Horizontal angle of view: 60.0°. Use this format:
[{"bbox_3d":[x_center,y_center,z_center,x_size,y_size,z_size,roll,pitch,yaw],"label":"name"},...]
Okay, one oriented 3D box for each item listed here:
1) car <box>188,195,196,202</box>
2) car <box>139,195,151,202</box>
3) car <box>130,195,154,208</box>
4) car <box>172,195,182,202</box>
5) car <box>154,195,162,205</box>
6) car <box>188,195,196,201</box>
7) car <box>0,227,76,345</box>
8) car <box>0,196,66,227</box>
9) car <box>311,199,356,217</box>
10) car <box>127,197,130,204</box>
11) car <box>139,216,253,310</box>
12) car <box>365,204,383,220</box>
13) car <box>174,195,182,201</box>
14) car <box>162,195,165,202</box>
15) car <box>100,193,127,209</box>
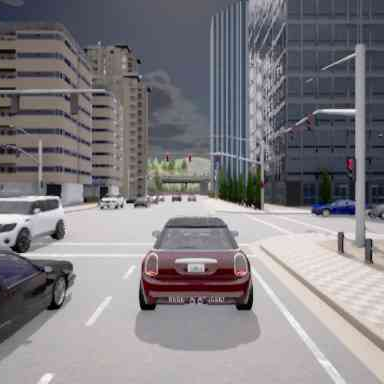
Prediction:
[{"bbox_3d":[-0.020,1.508,75.817,1.994,1.385,4.181,0,0,0],"label":"car"},{"bbox_3d":[-10.520,1.486,74.491,2.128,1.511,4.902,0,0,0],"label":"car"},{"bbox_3d":[-7.111,1.523,47.951,2.033,1.411,5.357,0,0,0],"label":"car"},{"bbox_3d":[-3.520,1.432,74.700,1.882,1.535,5.008,0,0,0],"label":"car"},{"bbox_3d":[-7.091,1.462,59.200,2.128,1.511,4.902,0,0,0],"label":"car"},{"bbox_3d":[-0.022,1.451,84.311,1.812,1.442,4.674,0,0,0],"label":"car"},{"bbox_3d":[-3.435,1.545,4.747,2.033,1.411,5.357,0,0,0],"label":"car"},{"bbox_3d":[-7.118,1.207,13.770,2.150,2.045,5.566,0,0,0],"label":"car"},{"bbox_3d":[13.286,1.407,29.846,5.008,1.535,1.882,0,0,1],"label":"car"},{"bbox_3d":[-10.591,1.571,59.325,1.895,1.301,4.718,0,0,0],"label":"car"},{"bbox_3d":[0.081,1.348,7.946,2.097,1.767,4.553,0,0,0],"label":"car"},{"bbox_3d":[16.273,1.423,26.323,4.902,1.511,2.128,0,0,0],"label":"car"},{"bbox_3d":[-3.522,1.466,84.310,2.033,1.411,5.357,0,0,0],"label":"car"},{"bbox_3d":[-7.019,1.488,72.909,2.128,1.511,4.902,0,0,0],"label":"car"},{"bbox_3d":[-10.611,1.199,44.436,2.150,2.045,5.566,0,0,0],"label":"car"}]
